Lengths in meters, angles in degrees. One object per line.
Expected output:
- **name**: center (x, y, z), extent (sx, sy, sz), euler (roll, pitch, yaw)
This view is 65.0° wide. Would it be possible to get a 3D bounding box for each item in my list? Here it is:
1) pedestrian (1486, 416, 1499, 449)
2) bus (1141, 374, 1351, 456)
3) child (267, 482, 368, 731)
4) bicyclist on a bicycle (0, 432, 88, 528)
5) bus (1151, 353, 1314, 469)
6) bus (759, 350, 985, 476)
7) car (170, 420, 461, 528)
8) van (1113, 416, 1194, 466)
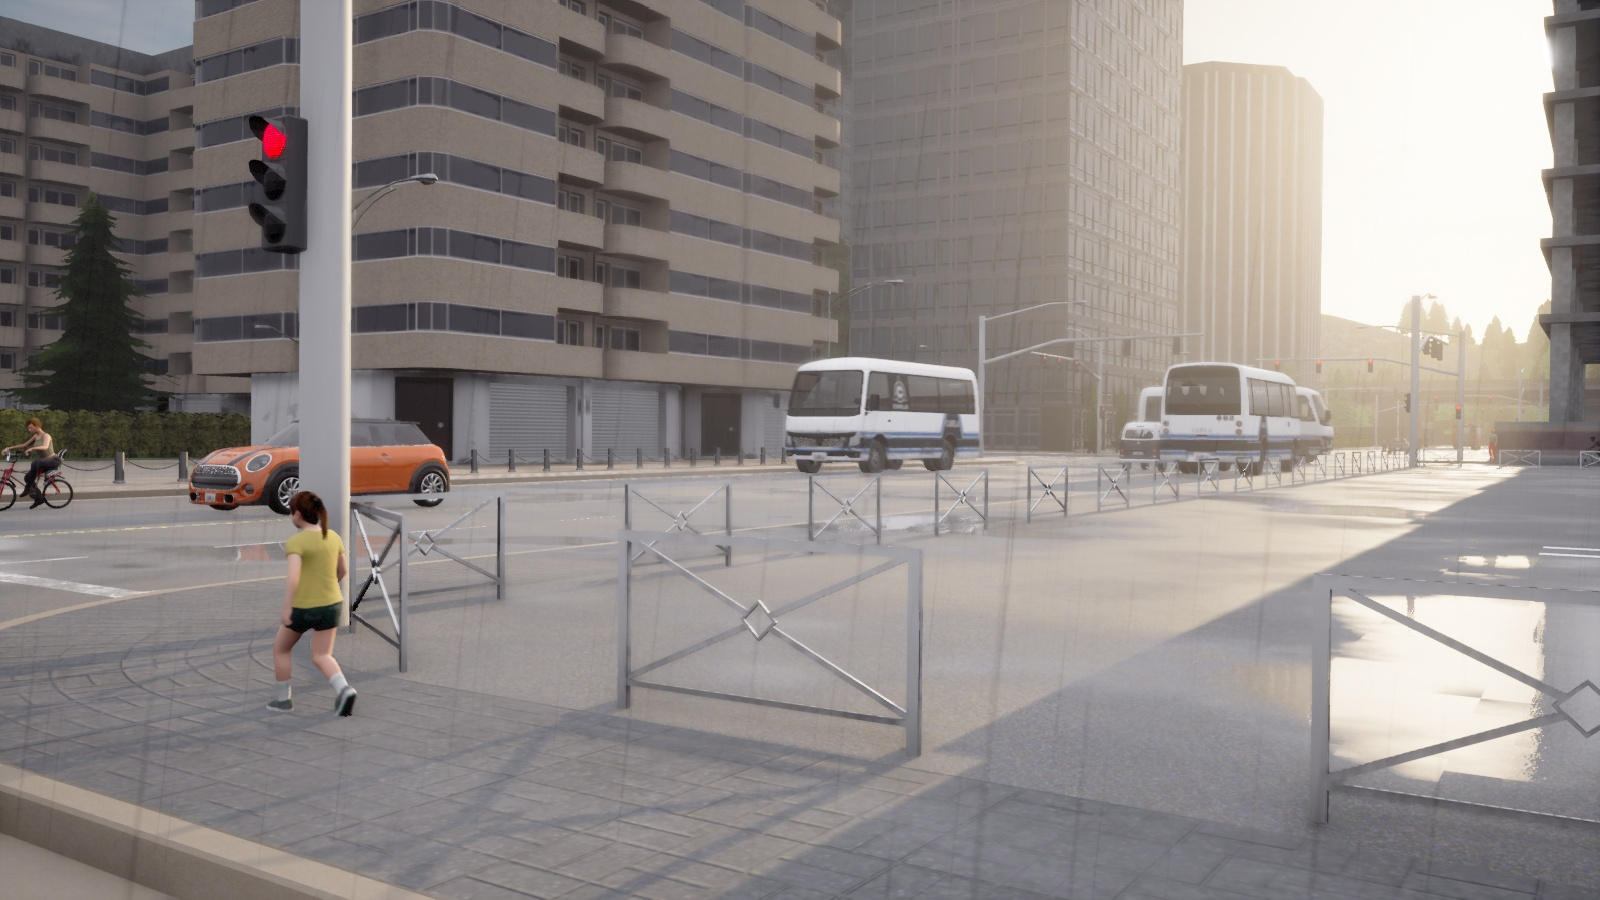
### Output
- **pedestrian**: center (39.490, -1.006, 71.584), extent (0.594, 1.836, 0.345), euler (-1, 1, -17)
- **bus**: center (24.461, -1.840, 69.087), extent (10.273, 4.253, 3.944), euler (0, 1, 32)
- **child**: center (-2.259, 0.710, 5.874), extent (0.394, 1.110, 0.255), euler (0, 1, 37)
- **bicyclist on a bicycle**: center (-13.460, 0.490, 21.949), extent (0.866, 1.612, 1.509), euler (0, 1, 33)
- **bus**: center (17.821, -1.504, 51.114), extent (3.944, 4.253, 10.273), euler (0, 1, 33)
- **bus**: center (3.018, -1.321, 47.537), extent (3.944, 4.253, 10.273), euler (0, 1, 33)
- **car**: center (-8.683, 0.356, 22.910), extent (2.097, 1.767, 4.553), euler (0, 1, 33)
- **van**: center (15.001, -0.407, 53.198), extent (2.069, 2.038, 4.480), euler (0, 1, 33)
